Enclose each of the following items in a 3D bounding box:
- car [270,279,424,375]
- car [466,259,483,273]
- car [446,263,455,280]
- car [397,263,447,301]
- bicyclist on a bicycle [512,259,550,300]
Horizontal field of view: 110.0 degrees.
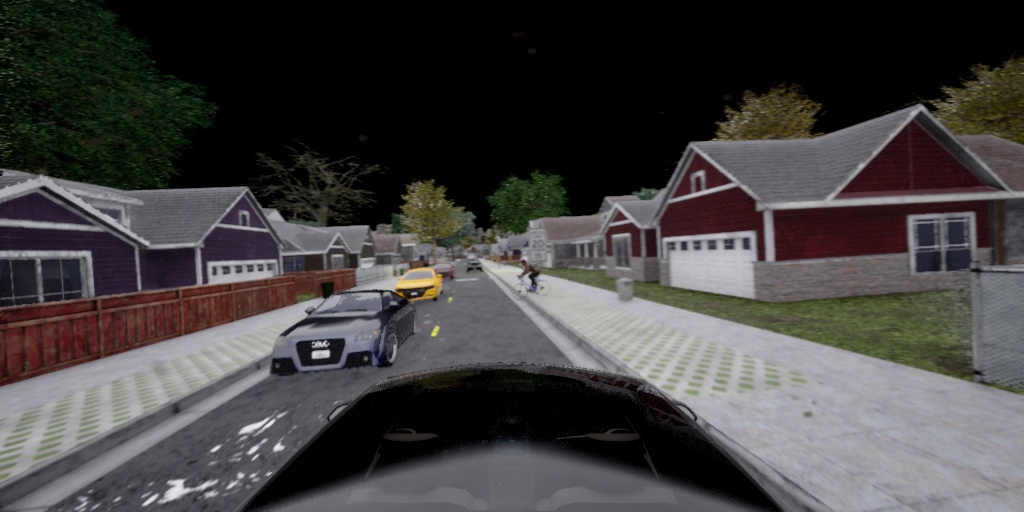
[{"bbox_3d":[-3.395,1.464,8.001,1.994,1.385,4.181,-3,0,-5],"label":"car"},{"bbox_3d":[-4.540,1.205,43.340,1.837,1.490,4.892,-3,0,-7],"label":"car"},{"bbox_3d":[-6.275,1.359,32.919,1.882,1.535,5.008,-3,1,-6],"label":"car"},{"bbox_3d":[-4.583,1.372,18.168,1.882,1.535,5.008,-3,1,-7],"label":"car"},{"bbox_3d":[0.728,0.939,14.831,1.656,1.620,0.582,-8,1,-7],"label":"bicyclist on a bicycle"}]
